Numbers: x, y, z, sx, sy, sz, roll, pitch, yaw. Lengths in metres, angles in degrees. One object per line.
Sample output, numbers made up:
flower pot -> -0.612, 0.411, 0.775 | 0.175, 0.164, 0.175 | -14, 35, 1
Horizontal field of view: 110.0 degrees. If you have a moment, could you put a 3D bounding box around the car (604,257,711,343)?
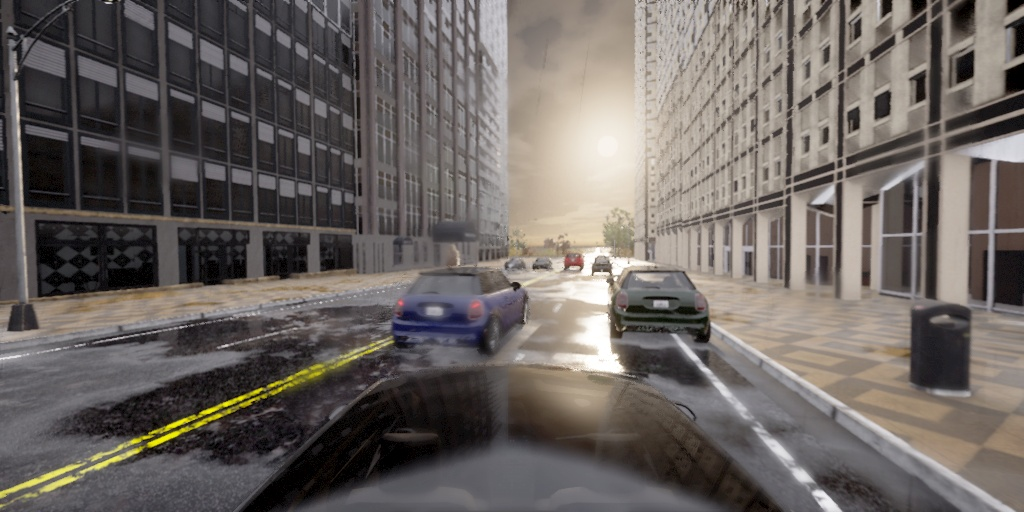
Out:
car -> 3.696, 1.028, 9.747 | 2.097, 1.767, 4.553 | 0, 0, 14

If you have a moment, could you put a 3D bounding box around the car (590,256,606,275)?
car -> 8.369, 0.987, 33.395 | 1.837, 1.490, 4.892 | 0, 1, 14

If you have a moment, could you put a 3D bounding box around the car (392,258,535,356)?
car -> -0.943, 1.053, 8.832 | 2.097, 1.767, 4.553 | 0, 0, 14

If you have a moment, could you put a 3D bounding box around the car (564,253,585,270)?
car -> 7.756, 0.617, 44.366 | 2.150, 2.045, 5.566 | 0, 0, 14

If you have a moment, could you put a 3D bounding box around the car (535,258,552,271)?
car -> 3.536, 0.941, 41.579 | 1.837, 1.490, 4.892 | 0, 0, 14
